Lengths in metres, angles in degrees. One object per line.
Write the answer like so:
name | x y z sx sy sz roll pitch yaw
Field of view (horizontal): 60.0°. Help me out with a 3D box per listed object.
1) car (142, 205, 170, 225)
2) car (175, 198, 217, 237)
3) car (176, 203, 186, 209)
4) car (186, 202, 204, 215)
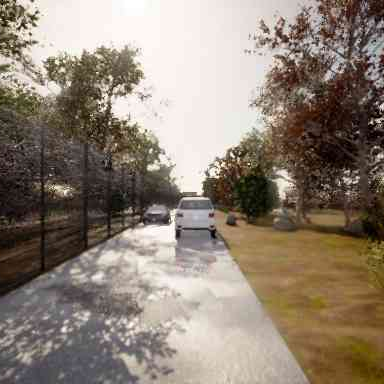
car | -2.711 1.727 26.129 1.812 1.442 4.674 0 -1 0
car | 0.196 1.334 19.015 2.150 2.045 5.566 0 -1 0
car | -2.191 2.836 68.165 1.895 1.301 4.718 0 -2 1
car | 0.361 2.028 41.519 2.033 1.411 5.357 0 -1 1
